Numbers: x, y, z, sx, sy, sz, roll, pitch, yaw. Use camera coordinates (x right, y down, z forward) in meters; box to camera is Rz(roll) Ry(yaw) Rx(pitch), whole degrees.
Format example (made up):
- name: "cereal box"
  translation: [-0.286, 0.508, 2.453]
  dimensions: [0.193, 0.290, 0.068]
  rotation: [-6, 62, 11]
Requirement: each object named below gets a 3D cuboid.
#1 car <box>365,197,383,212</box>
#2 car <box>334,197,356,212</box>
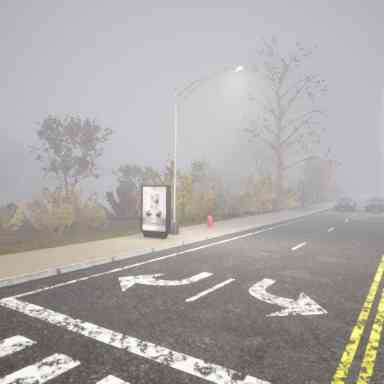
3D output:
- name: "car"
  translation: [21.253, 1.393, 38.326]
  dimensions: [2.097, 1.767, 4.553]
  rotation: [0, 0, 30]
- name: "car"
  translation: [18.438, 1.390, 39.950]
  dimensions: [2.097, 1.767, 4.553]
  rotation: [0, 0, 30]
